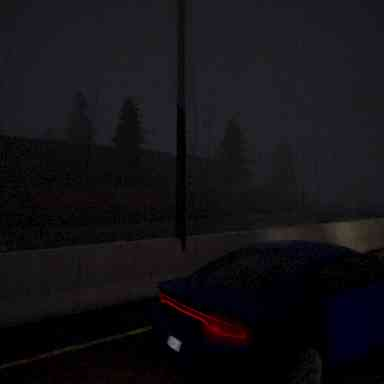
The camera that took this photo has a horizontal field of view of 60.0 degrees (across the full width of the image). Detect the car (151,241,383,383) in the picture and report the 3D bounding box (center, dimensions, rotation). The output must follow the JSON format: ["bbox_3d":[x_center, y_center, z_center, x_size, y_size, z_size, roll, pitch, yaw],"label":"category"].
[{"bbox_3d":[1.819,1.492,5.048,5.008,1.535,1.882,0,0,-36],"label":"car"}]
